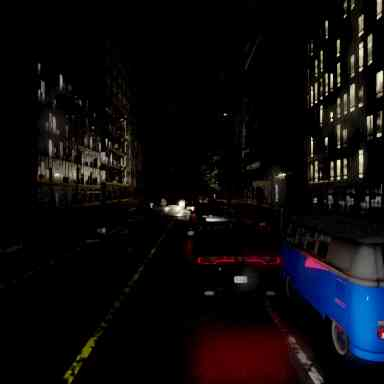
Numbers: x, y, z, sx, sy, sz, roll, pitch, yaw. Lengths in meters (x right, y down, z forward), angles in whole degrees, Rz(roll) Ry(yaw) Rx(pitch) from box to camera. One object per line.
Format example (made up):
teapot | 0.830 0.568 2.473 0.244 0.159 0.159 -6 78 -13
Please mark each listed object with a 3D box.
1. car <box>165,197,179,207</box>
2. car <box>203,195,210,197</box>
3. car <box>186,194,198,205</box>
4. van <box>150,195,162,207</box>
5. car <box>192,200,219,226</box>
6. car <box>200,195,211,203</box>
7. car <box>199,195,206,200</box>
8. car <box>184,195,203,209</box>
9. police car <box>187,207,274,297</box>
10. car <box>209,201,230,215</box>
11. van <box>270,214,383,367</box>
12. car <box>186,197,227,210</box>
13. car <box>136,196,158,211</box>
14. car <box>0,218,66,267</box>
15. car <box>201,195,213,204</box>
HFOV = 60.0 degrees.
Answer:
car | -2.941 1.465 50.527 1.882 1.535 5.008 0 0 0
car | 2.743 1.544 45.485 2.008 1.369 4.403 0 0 0
car | 0.068 1.327 59.392 2.097 1.767 4.553 0 0 0
van | -5.630 1.328 51.191 1.690 1.788 3.998 0 0 0
car | 0.929 1.455 24.850 1.801 1.575 5.366 0 0 0
car | 2.769 1.401 68.255 1.967 1.590 4.097 0 0 0
car | 2.796 1.462 91.025 1.887 1.381 4.507 0 0 0
car | 0.060 1.345 45.440 2.097 1.767 4.553 0 0 0
police car | 0.911 1.425 8.769 1.930 1.638 5.238 0 0 0
car | 2.730 1.581 34.100 1.802 1.307 4.206 0 0 0
van | 2.698 1.341 5.639 1.690 1.788 3.998 0 0 0
car | 0.873 1.351 18.622 2.097 1.767 4.553 0 0 0
car | -5.644 1.548 39.806 2.008 1.369 4.403 0 0 0
car | -5.677 1.582 11.343 1.802 1.307 4.206 0 0 0
car | 2.763 1.410 62.563 1.967 1.590 4.097 0 0 0
